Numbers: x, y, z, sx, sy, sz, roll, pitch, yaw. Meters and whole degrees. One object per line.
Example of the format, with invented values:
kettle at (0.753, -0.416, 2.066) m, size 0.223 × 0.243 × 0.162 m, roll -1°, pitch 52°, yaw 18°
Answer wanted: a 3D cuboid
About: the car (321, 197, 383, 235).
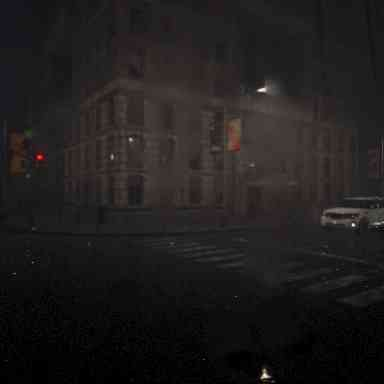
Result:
car at (10.022, 1.303, 19.732) m, size 5.566 × 2.045 × 2.150 m, roll 0°, pitch 0°, yaw -35°
